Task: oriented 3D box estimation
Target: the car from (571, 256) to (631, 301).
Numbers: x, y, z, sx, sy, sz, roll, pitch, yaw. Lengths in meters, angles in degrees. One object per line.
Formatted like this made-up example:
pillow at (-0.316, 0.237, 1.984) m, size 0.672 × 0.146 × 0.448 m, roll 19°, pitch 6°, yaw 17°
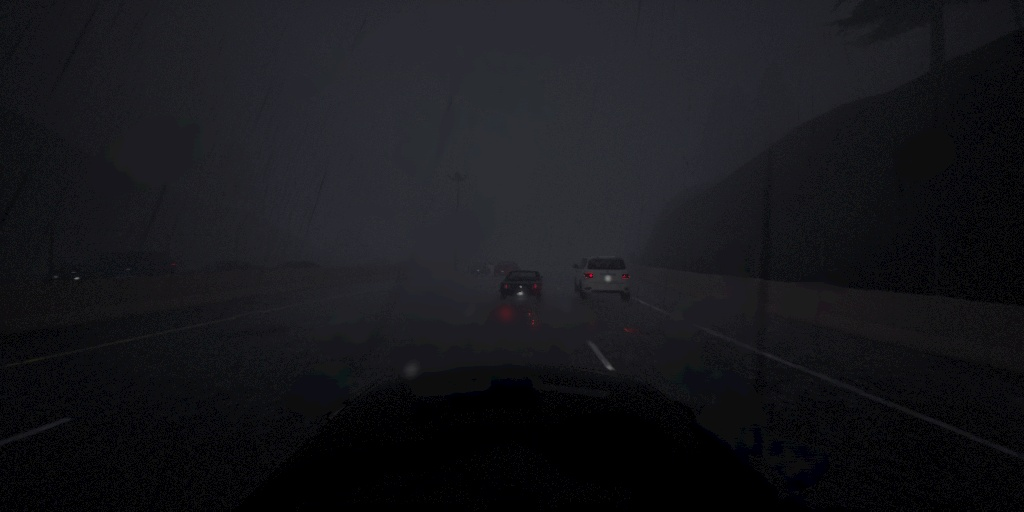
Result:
car at (4.382, 1.018, 17.971) m, size 2.150 × 2.045 × 5.566 m, roll 0°, pitch 0°, yaw 6°

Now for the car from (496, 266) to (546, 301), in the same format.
car at (0.618, 1.357, 17.563) m, size 1.895 × 1.301 × 4.718 m, roll 1°, pitch 0°, yaw 6°

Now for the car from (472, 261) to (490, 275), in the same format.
car at (-2.964, 1.243, 38.916) m, size 1.812 × 1.442 × 4.674 m, roll 0°, pitch 0°, yaw 12°

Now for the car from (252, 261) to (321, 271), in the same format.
car at (-15.948, 1.086, 26.233) m, size 1.837 × 1.490 × 4.892 m, roll 1°, pitch 0°, yaw 8°

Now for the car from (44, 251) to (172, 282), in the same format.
car at (-23.568, 0.717, 21.471) m, size 2.150 × 2.045 × 5.566 m, roll 1°, pitch 0°, yaw 6°

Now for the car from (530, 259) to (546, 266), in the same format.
car at (4.667, 1.274, 64.634) m, size 1.882 × 1.535 × 5.008 m, roll 0°, pitch 0°, yaw 21°

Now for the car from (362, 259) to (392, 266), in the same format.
car at (-20.639, 1.144, 55.393) m, size 2.033 × 1.411 × 5.357 m, roll 1°, pitch 0°, yaw 16°

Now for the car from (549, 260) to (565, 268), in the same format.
car at (8.175, 1.435, 64.498) m, size 1.895 × 1.301 × 4.718 m, roll 1°, pitch 0°, yaw 22°

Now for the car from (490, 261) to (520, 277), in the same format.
car at (-0.367, 1.222, 34.284) m, size 1.882 × 1.535 × 5.008 m, roll 0°, pitch 0°, yaw 11°

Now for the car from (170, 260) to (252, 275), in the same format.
car at (-19.698, 1.088, 24.770) m, size 2.033 × 1.411 × 5.357 m, roll 1°, pitch 0°, yaw 7°
